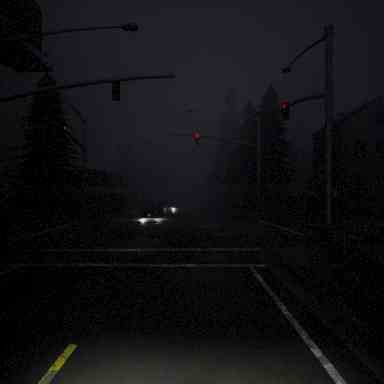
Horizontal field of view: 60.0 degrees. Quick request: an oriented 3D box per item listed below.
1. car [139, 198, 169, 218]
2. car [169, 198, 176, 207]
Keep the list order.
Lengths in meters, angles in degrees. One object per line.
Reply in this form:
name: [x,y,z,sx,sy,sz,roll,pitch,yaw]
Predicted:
car: [-3.559,1.547,30.313,2.033,1.411,5.357,0,0,0]
car: [-3.505,1.601,50.800,1.895,1.301,4.718,0,0,0]
